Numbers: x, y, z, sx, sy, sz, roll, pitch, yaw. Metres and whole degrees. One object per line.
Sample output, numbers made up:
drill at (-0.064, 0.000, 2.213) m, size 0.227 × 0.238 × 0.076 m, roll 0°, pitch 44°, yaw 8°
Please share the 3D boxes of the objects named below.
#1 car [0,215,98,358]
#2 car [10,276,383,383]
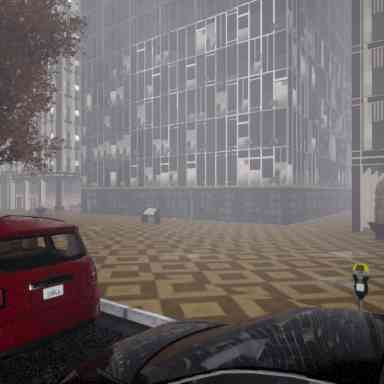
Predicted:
car at (-3.651, 1.315, 5.493) m, size 5.009 × 1.841 × 2.192 m, roll 0°, pitch 0°, yaw 36°
car at (0.840, 1.566, 2.278) m, size 4.313 × 1.339 × 1.947 m, roll 0°, pitch 0°, yaw 36°
